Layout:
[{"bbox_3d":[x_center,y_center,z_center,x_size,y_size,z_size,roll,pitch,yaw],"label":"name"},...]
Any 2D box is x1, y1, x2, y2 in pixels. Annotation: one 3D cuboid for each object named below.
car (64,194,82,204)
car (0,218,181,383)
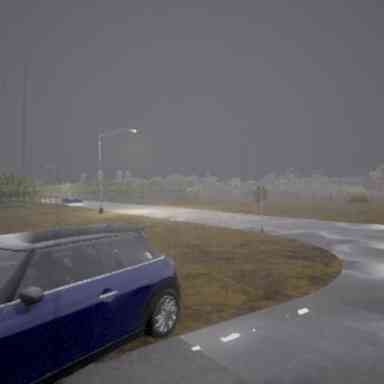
[{"bbox_3d":[-18.137,1.051,50.303,1.994,1.385,4.181,-2,1,-35],"label":"car"},{"bbox_3d":[-2.156,1.323,4.269,2.097,1.767,4.553,1,1,36],"label":"car"}]
